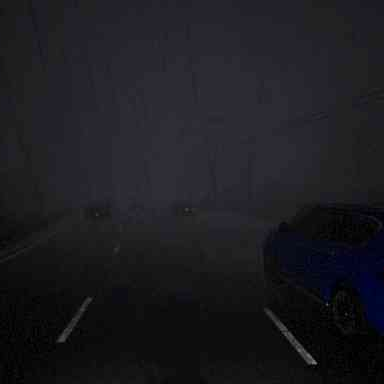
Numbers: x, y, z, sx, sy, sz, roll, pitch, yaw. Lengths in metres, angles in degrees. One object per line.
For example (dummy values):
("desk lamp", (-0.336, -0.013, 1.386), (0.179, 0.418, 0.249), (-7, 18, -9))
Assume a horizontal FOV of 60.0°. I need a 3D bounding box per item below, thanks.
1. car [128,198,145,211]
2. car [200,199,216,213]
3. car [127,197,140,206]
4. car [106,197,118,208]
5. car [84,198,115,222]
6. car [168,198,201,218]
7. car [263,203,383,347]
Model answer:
("car", (-6.880, 1.603, 41.459), (1.895, 1.301, 4.718), (0, 0, -12))
("car", (1.250, 1.493, 36.722), (2.128, 1.511, 4.902), (0, 0, -12))
("car", (-9.747, 1.604, 55.281), (1.895, 1.301, 4.718), (0, 0, -12))
("car", (-11.683, 1.504, 47.376), (1.837, 1.490, 4.892), (0, -1, -12))
("car", (-7.279, 1.479, 26.126), (1.882, 1.535, 5.008), (0, 0, -12))
("car", (-0.988, 1.549, 30.325), (2.033, 1.411, 5.357), (0, 0, -12))
("car", (3.153, 1.223, 6.520), (2.150, 2.045, 5.566), (0, 0, -5))
